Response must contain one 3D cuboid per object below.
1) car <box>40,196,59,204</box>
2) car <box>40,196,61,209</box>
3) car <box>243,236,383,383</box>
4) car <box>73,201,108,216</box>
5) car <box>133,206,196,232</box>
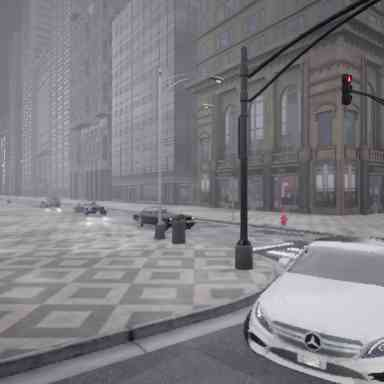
[{"bbox_3d":[-25.046,1.446,58.363,1.895,1.301,4.718,0,0,-36],"label":"car"},{"bbox_3d":[-18.940,1.378,44.380,1.837,1.490,4.892,0,-1,-35],"label":"car"},{"bbox_3d":[2.572,1.526,5.488,1.812,1.442,4.674,2,1,34],"label":"car"},{"bbox_3d":[-9.527,1.507,31.019,1.895,1.301,4.718,0,0,-35],"label":"car"},{"bbox_3d":[-1.757,1.542,20.085,1.895,1.301,4.718,0,0,-35],"label":"car"}]
